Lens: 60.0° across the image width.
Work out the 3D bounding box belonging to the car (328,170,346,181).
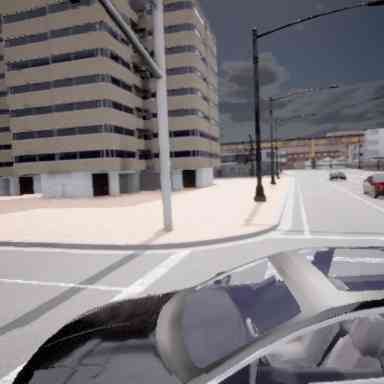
[{"bbox_3d":[20.196,-2.311,46.386,1.994,1.385,4.181,-1,4,17],"label":"car"}]

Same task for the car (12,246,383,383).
[{"bbox_3d":[1.054,1.286,2.642,4.902,1.511,2.128,-3,6,1],"label":"car"}]

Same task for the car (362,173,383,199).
[{"bbox_3d":[12.662,-0.478,22.031,1.882,1.535,5.008,-1,4,17],"label":"car"}]
